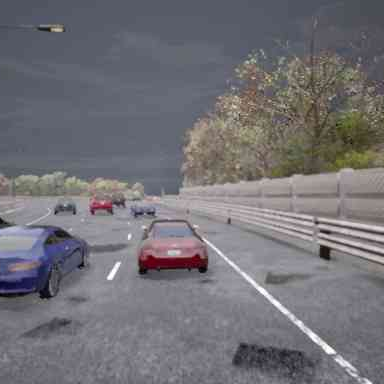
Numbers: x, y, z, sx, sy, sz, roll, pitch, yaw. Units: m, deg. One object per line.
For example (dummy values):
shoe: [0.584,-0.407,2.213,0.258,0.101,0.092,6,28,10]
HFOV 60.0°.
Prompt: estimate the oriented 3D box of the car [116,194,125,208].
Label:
car: [-11.295,1.259,48.465,2.150,2.045,5.566,0,0,-25]

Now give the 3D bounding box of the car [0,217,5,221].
car: [-7.907,1.554,12.406,1.812,1.442,4.674,0,0,-7]

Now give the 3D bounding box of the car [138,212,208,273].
car: [-0.697,1.565,10.741,1.994,1.385,4.181,0,0,-6]

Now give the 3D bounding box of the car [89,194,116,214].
car: [-9.726,1.254,35.561,2.150,2.045,5.566,0,0,-19]

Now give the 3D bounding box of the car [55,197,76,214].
car: [-13.578,1.399,35.780,2.097,1.767,4.553,0,0,-20]

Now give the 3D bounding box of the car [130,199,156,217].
car: [-4.638,1.615,30.848,1.895,1.301,4.718,0,0,-15]

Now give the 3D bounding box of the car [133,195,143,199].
car: [-13.163,1.541,81.059,1.837,1.490,4.892,0,0,-1]

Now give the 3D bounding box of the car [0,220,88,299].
car: [-3.936,1.540,8.281,1.812,1.442,4.674,0,0,-5]
